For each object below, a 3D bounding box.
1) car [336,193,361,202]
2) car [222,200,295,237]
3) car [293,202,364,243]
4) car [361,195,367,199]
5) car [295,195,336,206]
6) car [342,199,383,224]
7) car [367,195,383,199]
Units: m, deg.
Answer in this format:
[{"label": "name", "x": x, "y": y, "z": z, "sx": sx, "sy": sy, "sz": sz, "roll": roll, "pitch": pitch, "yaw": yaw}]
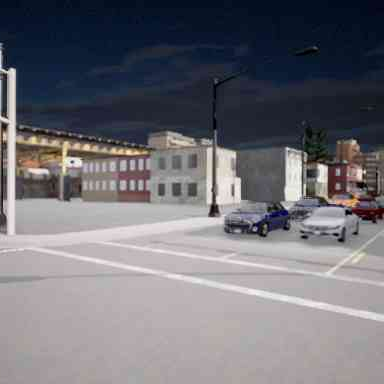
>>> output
[{"label": "car", "x": 14.732, "y": 0.988, "z": 32.642, "sx": 2.097, "sy": 1.767, "sz": 4.553, "roll": 0, "pitch": 1, "yaw": 37}, {"label": "car", "x": 3.477, "y": 1.248, "z": 17.515, "sx": 2.097, "sy": 1.767, "sz": 4.553, "roll": 0, "pitch": 1, "yaw": 37}, {"label": "car", "x": 6.722, "y": 1.433, "z": 16.046, "sx": 1.812, "sy": 1.442, "sz": 4.674, "roll": 0, "pitch": 1, "yaw": 37}, {"label": "car", "x": 22.017, "y": 1.047, "z": 42.369, "sx": 1.895, "sy": 1.301, "sz": 4.718, "roll": 0, "pitch": 1, "yaw": 37}, {"label": "car", "x": 8.770, "y": 1.141, "z": 24.631, "sx": 2.097, "sy": 1.767, "sz": 4.553, "roll": 0, "pitch": 1, "yaw": 37}, {"label": "car", "x": 12.162, "y": 1.399, "z": 23.340, "sx": 1.895, "sy": 1.301, "sz": 4.718, "roll": 0, "pitch": 1, "yaw": 37}, {"label": "car", "x": 18.222, "y": 1.146, "z": 31.473, "sx": 1.837, "sy": 1.490, "sz": 4.892, "roll": 0, "pitch": 1, "yaw": 37}]
